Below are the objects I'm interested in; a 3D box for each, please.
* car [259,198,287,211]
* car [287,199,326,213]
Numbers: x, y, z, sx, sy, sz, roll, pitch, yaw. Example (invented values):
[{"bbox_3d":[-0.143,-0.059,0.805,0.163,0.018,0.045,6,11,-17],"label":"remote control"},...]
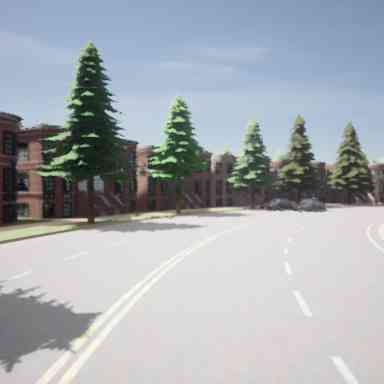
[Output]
[{"bbox_3d":[9.970,1.424,38.227,5.357,1.411,2.033,0,0,-42],"label":"car"},{"bbox_3d":[12.573,1.453,35.736,4.181,1.385,1.994,0,0,-41],"label":"car"}]
